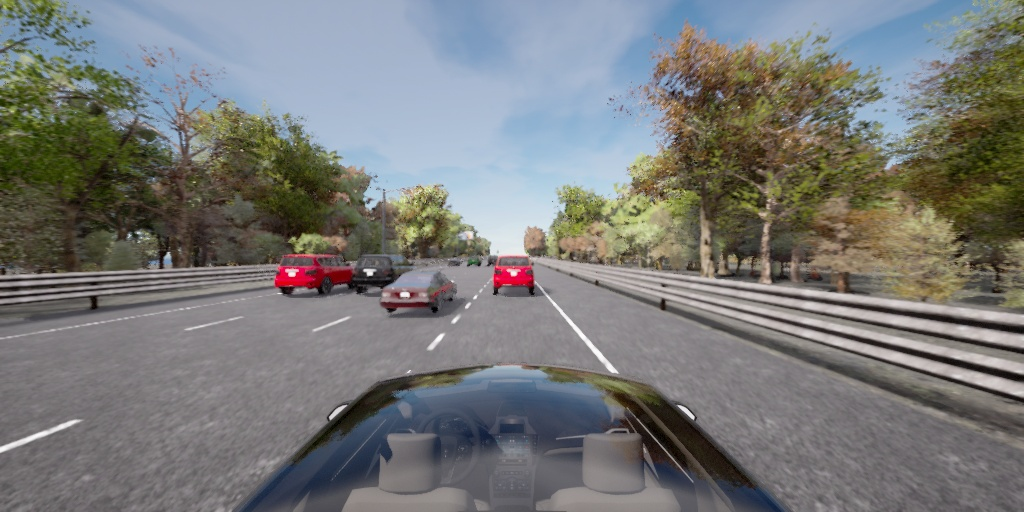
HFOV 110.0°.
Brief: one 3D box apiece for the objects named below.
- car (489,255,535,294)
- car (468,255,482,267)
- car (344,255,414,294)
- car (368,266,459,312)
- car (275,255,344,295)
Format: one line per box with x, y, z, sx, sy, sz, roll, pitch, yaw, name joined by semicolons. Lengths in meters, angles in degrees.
0.092;0.939;20.158;2.150;2.045;5.566;0;0;0;car
-6.706;0.866;65.168;2.150;2.045;5.566;0;0;0;car
-6.910;0.939;20.131;2.150;2.045;5.566;0;0;0;car
-3.428;1.275;14.001;2.033;1.411;5.357;0;0;0;car
-10.408;0.940;19.647;2.150;2.045;5.566;0;0;0;car
